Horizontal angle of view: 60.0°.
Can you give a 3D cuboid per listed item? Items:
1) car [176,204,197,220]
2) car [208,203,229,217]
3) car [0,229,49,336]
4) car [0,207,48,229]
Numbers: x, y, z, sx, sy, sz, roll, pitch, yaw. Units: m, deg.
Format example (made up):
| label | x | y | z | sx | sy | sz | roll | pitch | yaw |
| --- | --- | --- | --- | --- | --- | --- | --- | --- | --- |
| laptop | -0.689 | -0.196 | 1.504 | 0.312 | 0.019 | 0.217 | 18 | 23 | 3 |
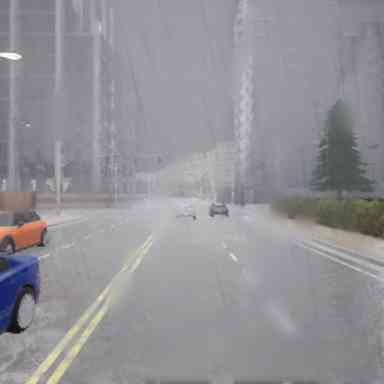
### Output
| label | x | y | z | sx | sy | sz | roll | pitch | yaw |
| --- | --- | --- | --- | --- | --- | --- | --- | --- | --- |
| car | -0.584 | 1.889 | 32.705 | 1.812 | 1.442 | 4.674 | 0 | -1 | -1 |
| car | 2.845 | 1.895 | 36.434 | 2.128 | 1.511 | 4.902 | 0 | -1 | -1 |
| car | -3.658 | 1.526 | 4.074 | 1.882 | 1.535 | 5.008 | 0 | -1 | -1 |
| car | -7.334 | 1.498 | 12.767 | 2.097 | 1.767 | 4.553 | 0 | -1 | -1 |
